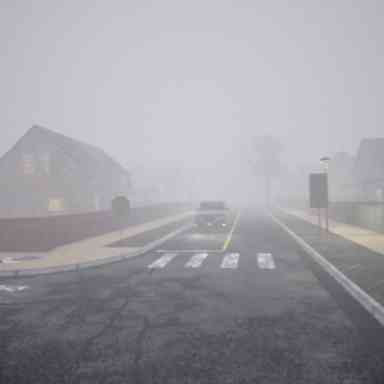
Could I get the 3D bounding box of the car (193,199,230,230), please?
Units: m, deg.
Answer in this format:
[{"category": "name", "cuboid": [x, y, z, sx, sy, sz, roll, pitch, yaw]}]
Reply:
[{"category": "car", "cuboid": [1.499, 1.580, 23.434, 2.150, 2.045, 5.566, -2, 1, 9]}]
